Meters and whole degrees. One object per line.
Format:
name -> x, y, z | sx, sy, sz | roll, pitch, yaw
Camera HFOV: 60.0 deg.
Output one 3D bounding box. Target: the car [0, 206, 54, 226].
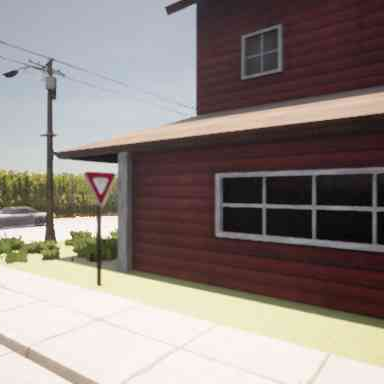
car -> -11.393, 1.601, 21.079 | 1.895, 1.301, 4.718 | 0, 0, 37
